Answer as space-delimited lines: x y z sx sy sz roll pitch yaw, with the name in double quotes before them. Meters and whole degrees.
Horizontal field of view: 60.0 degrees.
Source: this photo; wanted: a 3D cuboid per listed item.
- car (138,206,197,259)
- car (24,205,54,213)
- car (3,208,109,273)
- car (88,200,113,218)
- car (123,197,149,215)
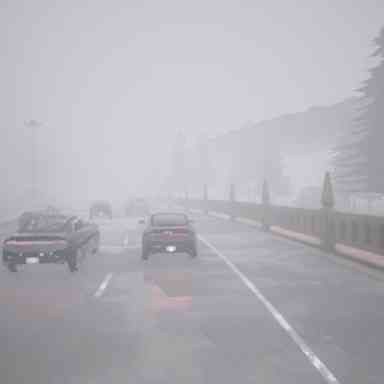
"car" -0.944 1.488 12.616 1.837 1.490 4.892 0 0 -7
"car" -9.473 1.526 20.987 1.812 1.442 4.674 0 0 -12
"car" -4.223 1.490 10.693 2.128 1.511 4.902 0 0 -6
"car" -8.121 1.487 29.530 1.837 1.490 4.892 0 0 -16
"car" -5.670 1.319 33.305 2.097 1.767 4.553 0 0 -18
